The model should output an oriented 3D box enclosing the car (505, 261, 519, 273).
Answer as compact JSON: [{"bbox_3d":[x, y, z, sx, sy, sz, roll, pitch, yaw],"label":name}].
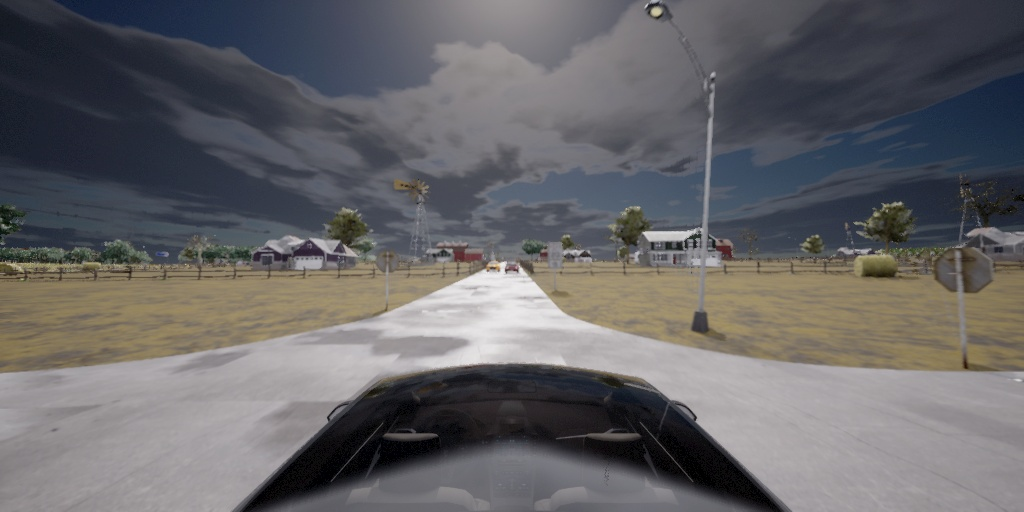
[{"bbox_3d":[-0.006,1.647,49.454,1.895,1.301,4.718,0,0,0],"label":"car"}]

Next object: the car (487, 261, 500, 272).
[{"bbox_3d":[-2.757,1.554,54.021,1.882,1.535,5.008,0,0,0],"label":"car"}]
